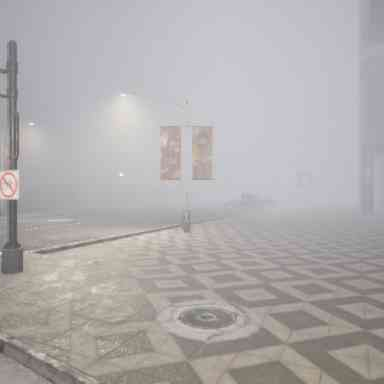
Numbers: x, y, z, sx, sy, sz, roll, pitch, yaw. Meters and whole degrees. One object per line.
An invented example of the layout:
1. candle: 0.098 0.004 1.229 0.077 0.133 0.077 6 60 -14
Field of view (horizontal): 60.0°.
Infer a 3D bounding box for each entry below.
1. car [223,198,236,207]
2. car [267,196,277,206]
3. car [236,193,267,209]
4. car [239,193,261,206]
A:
1. car: 6.221 1.570 49.020 1.895 1.301 4.718 0 0 27
2. car: 12.794 1.448 55.126 2.128 1.511 4.902 0 0 26
3. car: 8.270 1.188 45.801 2.150 2.045 5.566 0 0 27
4. car: 9.888 1.183 56.582 2.150 2.045 5.566 0 0 26
